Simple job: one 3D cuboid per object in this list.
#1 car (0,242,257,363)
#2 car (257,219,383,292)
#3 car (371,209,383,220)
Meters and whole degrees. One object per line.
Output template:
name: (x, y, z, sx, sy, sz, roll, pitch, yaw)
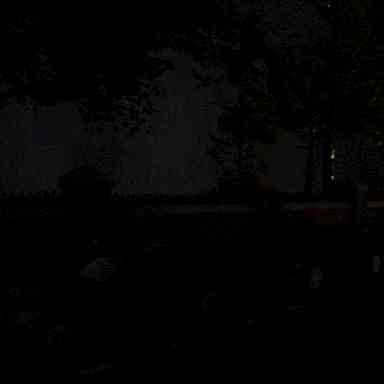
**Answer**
car: (-1.047, 1.596, 5.814, 4.206, 1.307, 1.802, 0, 0, -36)
car: (3.537, 1.593, 9.084, 4.507, 1.381, 1.887, 0, 0, -36)
car: (8.124, 1.397, 12.355, 5.009, 1.841, 2.192, 0, 0, -36)
